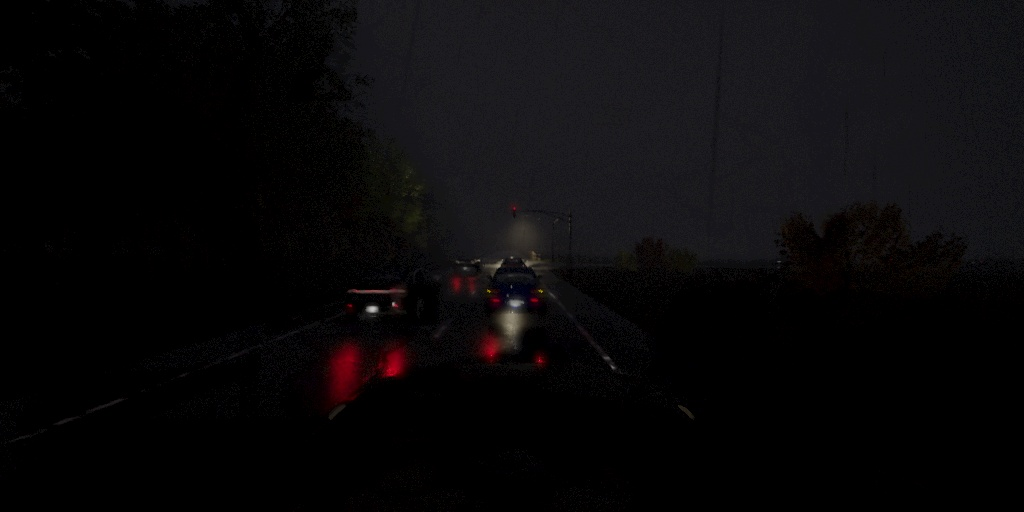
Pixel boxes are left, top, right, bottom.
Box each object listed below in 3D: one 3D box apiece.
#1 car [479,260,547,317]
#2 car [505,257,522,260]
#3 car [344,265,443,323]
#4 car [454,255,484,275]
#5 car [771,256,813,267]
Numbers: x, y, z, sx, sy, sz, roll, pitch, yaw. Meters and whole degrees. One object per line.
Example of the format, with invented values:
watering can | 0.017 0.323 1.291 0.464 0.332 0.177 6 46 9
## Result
car | 0.101 1.052 11.911 1.812 1.442 4.674 0 1 0
car | 0.106 0.786 25.764 1.994 1.385 4.181 0 1 0
car | -3.399 1.035 11.156 2.128 1.511 4.902 0 1 0
car | -3.392 0.653 28.522 2.128 1.511 4.902 0 1 0
car | 37.435 0.697 47.891 4.892 1.490 1.837 1 0 1
